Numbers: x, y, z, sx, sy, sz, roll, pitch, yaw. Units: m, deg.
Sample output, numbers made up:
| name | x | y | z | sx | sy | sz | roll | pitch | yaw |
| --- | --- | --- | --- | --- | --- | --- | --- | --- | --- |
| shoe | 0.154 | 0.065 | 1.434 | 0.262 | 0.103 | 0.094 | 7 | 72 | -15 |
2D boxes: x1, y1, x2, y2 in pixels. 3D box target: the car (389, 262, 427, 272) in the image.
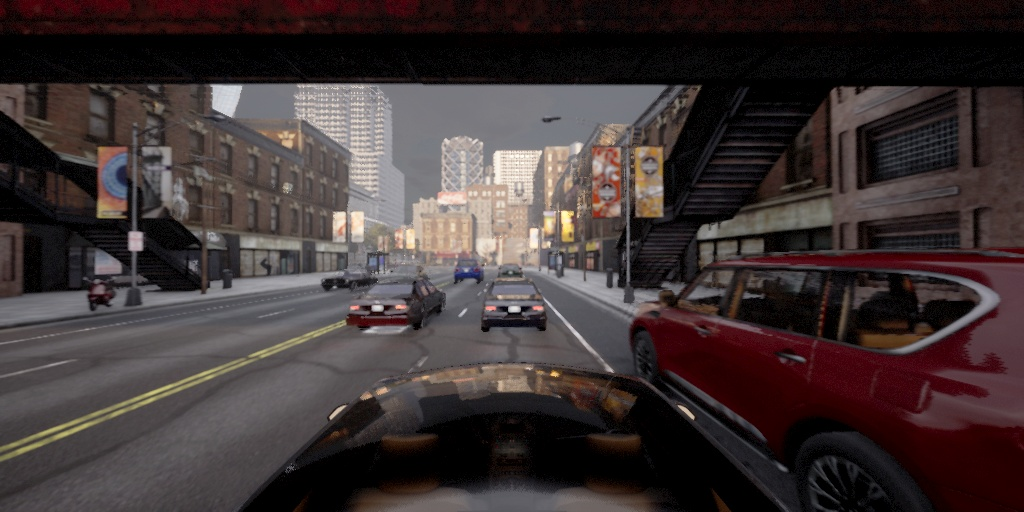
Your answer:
| name | x | y | z | sx | sy | sz | roll | pitch | yaw |
| --- | --- | --- | --- | --- | --- | --- | --- | --- | --- |
| car | -7.276 | 1.356 | 25.109 | 2.097 | 1.767 | 4.553 | 0 | -1 | 0 |

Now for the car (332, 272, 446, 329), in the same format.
| name | x | y | z | sx | sy | sz | roll | pitch | yaw |
| --- | --- | --- | --- | --- | --- | --- | --- | --- | --- |
| car | -3.465 | 1.407 | 11.679 | 2.033 | 1.411 | 5.357 | 0 | -1 | 0 |

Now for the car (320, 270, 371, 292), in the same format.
| name | x | y | z | sx | sy | sz | roll | pitch | yaw |
| --- | --- | --- | --- | --- | --- | --- | --- | --- | --- |
| car | -10.768 | 1.607 | 23.980 | 1.895 | 1.301 | 4.718 | 0 | -1 | 0 |

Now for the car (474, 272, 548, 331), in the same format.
| name | x | y | z | sx | sy | sz | roll | pitch | yaw |
| --- | --- | --- | --- | --- | --- | --- | --- | --- | --- |
| car | 0.038 | 1.392 | 11.415 | 2.033 | 1.411 | 5.357 | 0 | -1 | 0 |

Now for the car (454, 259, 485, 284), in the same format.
| name | x | y | z | sx | sy | sz | roll | pitch | yaw |
| --- | --- | --- | --- | --- | --- | --- | --- | --- | --- |
| car | -3.630 | 1.270 | 31.029 | 2.150 | 2.045 | 5.566 | 0 | -1 | 0 |

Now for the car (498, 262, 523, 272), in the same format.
| name | x | y | z | sx | sy | sz | roll | pitch | yaw |
| --- | --- | --- | --- | --- | --- | --- | --- | --- | --- |
| car | -0.133 | 1.392 | 31.507 | 2.097 | 1.767 | 4.553 | 0 | -1 | 0 |
